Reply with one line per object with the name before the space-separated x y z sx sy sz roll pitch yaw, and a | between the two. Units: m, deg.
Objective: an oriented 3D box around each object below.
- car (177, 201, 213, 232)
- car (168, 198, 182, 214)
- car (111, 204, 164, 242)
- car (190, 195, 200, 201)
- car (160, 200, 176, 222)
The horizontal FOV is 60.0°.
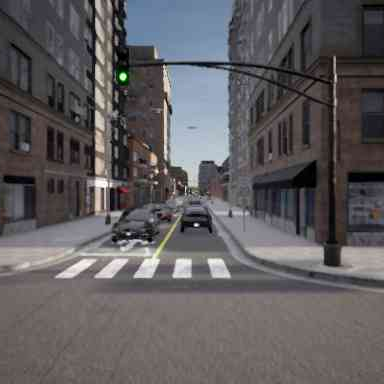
car | 0.262 1.556 20.671 1.837 1.490 4.892 0 0 1
car | -2.458 1.606 37.161 1.837 1.490 4.892 0 0 1
car | -2.694 1.549 16.666 1.837 1.490 4.892 0 0 0
car | 0.459 1.644 48.648 1.837 1.490 4.892 0 0 1
car | -2.579 1.634 26.750 1.994 1.385 4.181 0 0 0
